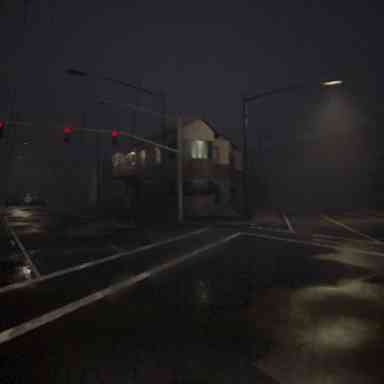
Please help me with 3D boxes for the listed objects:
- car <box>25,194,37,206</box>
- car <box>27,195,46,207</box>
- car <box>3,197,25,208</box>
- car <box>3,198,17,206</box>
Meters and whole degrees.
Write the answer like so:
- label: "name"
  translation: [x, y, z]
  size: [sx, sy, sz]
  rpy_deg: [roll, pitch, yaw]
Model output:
- label: "car"
  translation: [-29.684, 1.392, 61.563]
  size: [2.150, 2.045, 5.566]
  rpy_deg: [-1, -1, -31]
- label: "car"
  translation: [-24.508, 1.602, 52.949]
  size: [1.994, 1.385, 4.181]
  rpy_deg: [-1, 0, -31]
- label: "car"
  translation: [-27.295, 1.559, 50.789]
  size: [2.128, 1.511, 4.902]
  rpy_deg: [-1, 0, -31]
- label: "car"
  translation: [-32.660, 1.821, 59.729]
  size: [1.994, 1.385, 4.181]
  rpy_deg: [-1, -1, -31]
